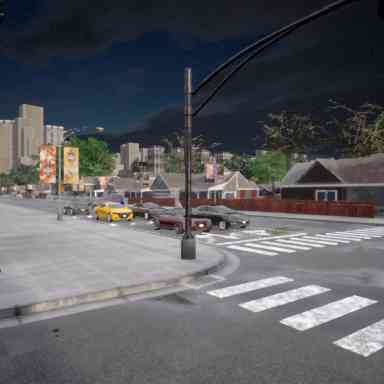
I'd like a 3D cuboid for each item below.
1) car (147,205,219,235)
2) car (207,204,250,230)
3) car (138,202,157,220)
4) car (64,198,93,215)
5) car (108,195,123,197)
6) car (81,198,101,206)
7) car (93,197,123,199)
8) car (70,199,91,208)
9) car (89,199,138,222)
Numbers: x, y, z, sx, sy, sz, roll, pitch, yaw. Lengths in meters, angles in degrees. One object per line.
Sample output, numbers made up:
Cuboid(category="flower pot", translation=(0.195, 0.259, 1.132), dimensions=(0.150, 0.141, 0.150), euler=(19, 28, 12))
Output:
Cuboid(category="car", translation=(-0.635, 1.658, 19.686), dimensions=(1.994, 1.385, 4.181), euler=(0, 0, -35))
Cuboid(category="car", translation=(1.727, 1.602, 21.972), dimensions=(1.837, 1.490, 4.892), euler=(0, -1, -35))
Cuboid(category="car", translation=(-4.007, 1.662, 30.034), dimensions=(1.837, 1.490, 4.892), euler=(0, 0, -36))
Cuboid(category="car", translation=(-12.796, 1.728, 36.803), dimensions=(1.837, 1.490, 4.892), euler=(0, 0, -35))
Cuboid(category="car", translation=(-12.942, 1.523, 54.146), dimensions=(2.150, 2.045, 5.566), euler=(0, 0, -36))
Cuboid(category="car", translation=(-19.093, 1.907, 62.626), dimensions=(2.033, 1.411, 5.357), euler=(0, 0, -35))
Cuboid(category="car", translation=(-9.982, 1.697, 38.452), dimensions=(1.882, 1.535, 5.008), euler=(0, 0, -35))
Cuboid(category="car", translation=(-19.408, 1.887, 57.612), dimensions=(2.033, 1.411, 5.357), euler=(0, 0, -34))
Cuboid(category="car", translation=(-6.793, 1.638, 28.362), dimensions=(1.882, 1.535, 5.008), euler=(0, 0, -35))
